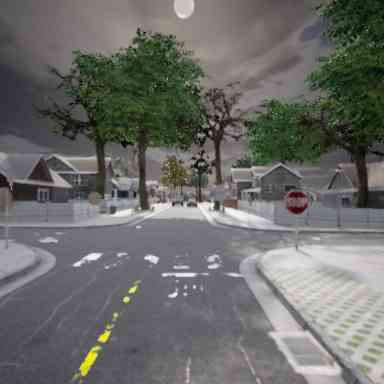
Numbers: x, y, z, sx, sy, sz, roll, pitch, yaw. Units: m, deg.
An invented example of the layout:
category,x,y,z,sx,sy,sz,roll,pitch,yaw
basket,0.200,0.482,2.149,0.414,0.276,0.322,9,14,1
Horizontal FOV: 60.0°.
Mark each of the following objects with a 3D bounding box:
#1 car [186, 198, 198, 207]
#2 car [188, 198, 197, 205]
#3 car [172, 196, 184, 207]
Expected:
category,x,y,z,sx,sy,sz,roll,pitch,yaw
car,0.006,2.020,60.033,1.812,1.442,4.674,0,-1,0
car,0.005,2.015,70.074,1.837,1.490,4.892,0,-1,0
car,-2.746,1.777,65.043,2.150,2.045,5.566,0,-1,0
